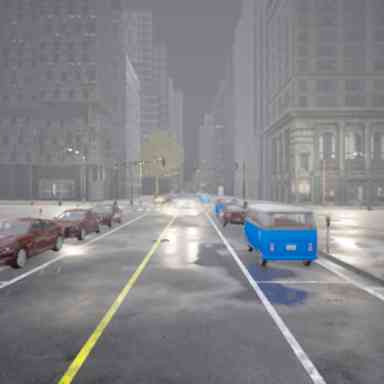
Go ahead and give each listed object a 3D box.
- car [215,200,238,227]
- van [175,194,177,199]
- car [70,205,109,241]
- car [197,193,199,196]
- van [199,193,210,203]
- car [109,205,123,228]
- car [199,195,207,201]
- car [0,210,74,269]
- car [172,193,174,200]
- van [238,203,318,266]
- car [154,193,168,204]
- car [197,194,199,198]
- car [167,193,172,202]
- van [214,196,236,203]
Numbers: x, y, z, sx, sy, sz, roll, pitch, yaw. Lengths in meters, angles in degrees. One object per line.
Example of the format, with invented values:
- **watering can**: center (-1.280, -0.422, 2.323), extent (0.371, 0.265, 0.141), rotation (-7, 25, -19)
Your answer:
- **car**: center (2.760, 1.497, 22.182), extent (1.887, 1.381, 4.507), rotation (0, 0, 0)
- **van**: center (-5.839, 1.238, 92.022), extent (1.690, 1.788, 3.998), rotation (0, 0, 0)
- **car**: center (-5.788, 1.527, 16.668), extent (1.887, 1.381, 4.507), rotation (0, 0, 0)
- **car**: center (2.699, 1.430, 76.518), extent (1.887, 1.381, 4.507), rotation (0, 0, 0)
- **van**: center (2.709, 1.236, 65.692), extent (1.690, 1.788, 3.998), rotation (0, 0, 0)
- **car**: center (-5.794, 1.518, 22.193), extent (1.887, 1.381, 4.507), rotation (0, 0, 0)
- **car**: center (2.694, 1.463, 81.932), extent (1.802, 1.307, 4.206), rotation (0, 0, 0)
- **car**: center (-5.782, 1.538, 11.143), extent (1.887, 1.381, 4.507), rotation (0, 0, 0)
- **car**: center (-5.825, 1.221, 76.156), extent (2.192, 1.841, 5.009), rotation (0, 0, 0)
- **van**: center (2.769, 1.313, 11.133), extent (1.690, 1.788, 3.998), rotation (0, 0, 0)
- **car**: center (-5.817, 1.447, 60.116), extent (1.752, 1.417, 4.829), rotation (0, 0, 0)
- **car**: center (2.704, 1.456, 71.105), extent (1.947, 1.339, 4.313), rotation (0, 0, 0)
- **car**: center (-5.821, 1.455, 70.867), extent (1.887, 1.381, 4.507), rotation (0, 0, 0)
- **van**: center (2.757, 1.284, 27.707), extent (1.690, 1.788, 3.998), rotation (0, 0, 0)
